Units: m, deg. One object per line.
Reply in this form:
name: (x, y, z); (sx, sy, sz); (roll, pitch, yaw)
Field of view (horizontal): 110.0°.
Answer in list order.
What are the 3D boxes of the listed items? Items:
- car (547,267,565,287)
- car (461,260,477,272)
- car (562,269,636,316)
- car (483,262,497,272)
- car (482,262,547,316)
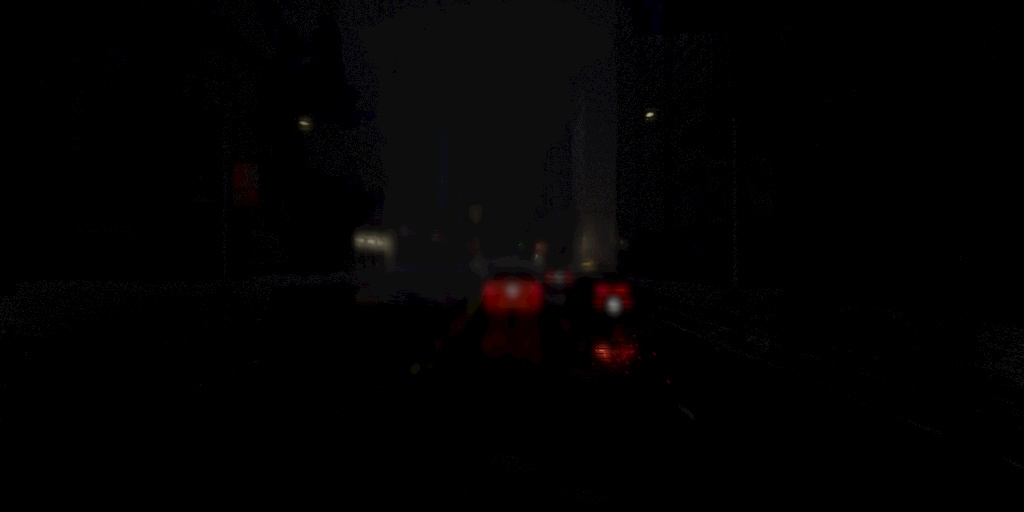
car: (3.269, 1.528, 27.091); (2.033, 1.411, 5.357); (0, 0, 1)
car: (-6.585, 1.557, 55.420); (2.097, 1.767, 4.553); (0, 0, 0)
car: (3.285, 1.362, 13.847); (1.837, 1.490, 4.892); (0, -1, 1)
car: (-3.337, 1.734, 55.805); (1.812, 1.442, 4.674); (0, 0, 0)
car: (0.042, 1.214, 14.143); (2.097, 1.767, 4.553); (0, -1, 0)
